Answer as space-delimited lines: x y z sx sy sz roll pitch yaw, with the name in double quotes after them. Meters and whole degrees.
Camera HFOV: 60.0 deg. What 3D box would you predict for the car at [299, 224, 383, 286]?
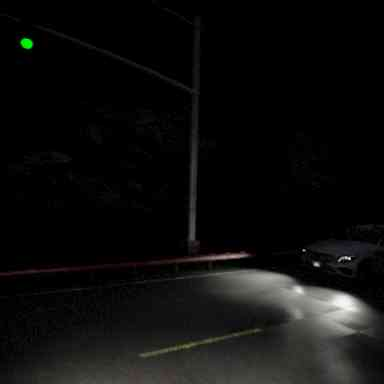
5.335 1.712 9.980 4.674 1.442 1.812 2 -1 -30 "car"
